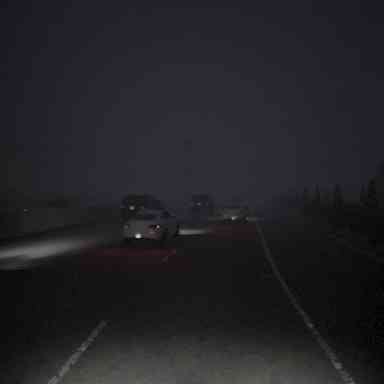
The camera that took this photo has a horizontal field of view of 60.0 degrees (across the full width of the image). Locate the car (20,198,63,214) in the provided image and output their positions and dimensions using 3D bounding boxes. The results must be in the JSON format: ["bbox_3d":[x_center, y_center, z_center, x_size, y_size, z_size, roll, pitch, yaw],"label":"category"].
[{"bbox_3d":[-16.342,1.453,36.492,1.882,1.535,5.008,0,0,9],"label":"car"}]

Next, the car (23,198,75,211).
[{"bbox_3d":[-11.005,1.335,25.885,2.097,1.767,4.553,0,0,10],"label":"car"}]

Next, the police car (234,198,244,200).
[{"bbox_3d":[5.984,1.560,42.339,2.038,1.542,4.974,0,0,9],"label":"police car"}]

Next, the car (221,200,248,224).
[{"bbox_3d":[3.200,1.556,25.068,1.812,1.442,4.674,0,0,9],"label":"car"}]

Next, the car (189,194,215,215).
[{"bbox_3d":[1.098,1.253,34.047,2.150,2.045,5.566,0,0,9],"label":"car"}]

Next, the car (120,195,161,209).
[{"bbox_3d":[-3.772,1.230,25.830,2.150,2.045,5.566,0,0,9],"label":"car"}]

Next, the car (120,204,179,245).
[{"bbox_3d":[-1.819,1.532,15.639,1.812,1.442,4.674,0,0,8],"label":"car"}]
